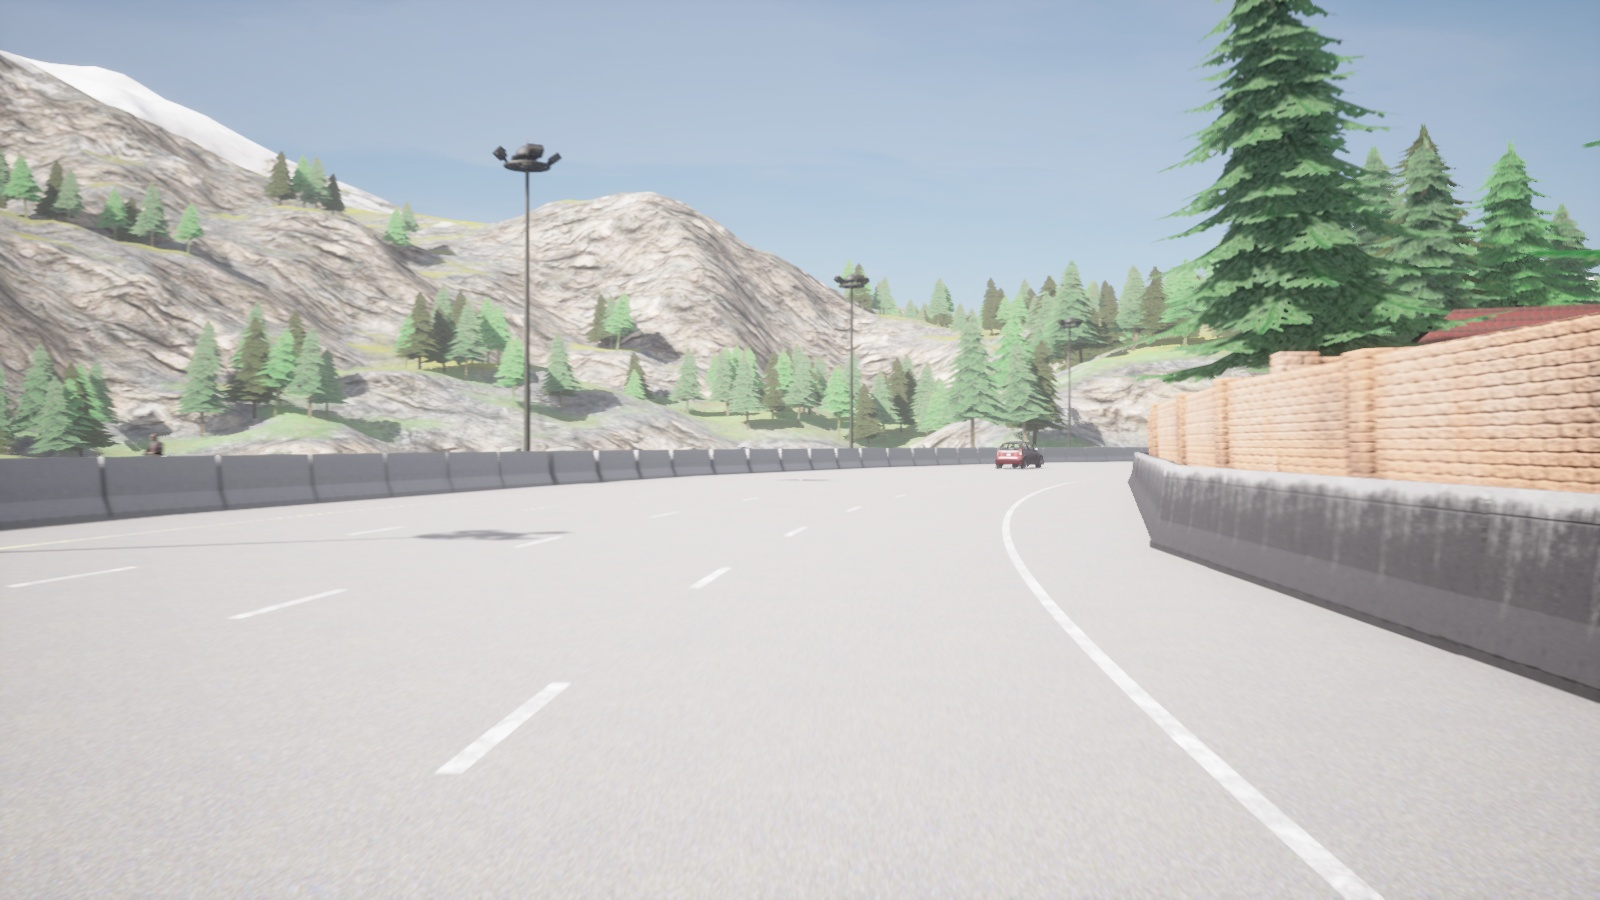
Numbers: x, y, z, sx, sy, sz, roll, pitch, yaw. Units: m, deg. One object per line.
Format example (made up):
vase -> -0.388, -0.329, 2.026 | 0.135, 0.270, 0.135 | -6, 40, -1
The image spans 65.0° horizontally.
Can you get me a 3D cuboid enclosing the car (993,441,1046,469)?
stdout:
car -> 13.030, 0.274, 74.447 | 1.851, 1.617, 3.988 | 0, 0, 30
